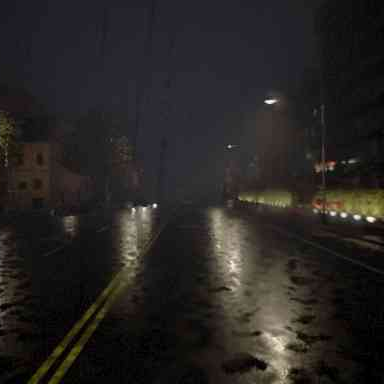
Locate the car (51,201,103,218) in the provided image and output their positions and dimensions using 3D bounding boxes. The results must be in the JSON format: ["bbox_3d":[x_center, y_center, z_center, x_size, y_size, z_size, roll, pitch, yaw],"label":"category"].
[{"bbox_3d":[-10.963,1.606,31.922,2.128,1.511,4.902,0,1,43],"label":"car"}]

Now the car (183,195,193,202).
[{"bbox_3d":[-0.952,1.369,72.267,1.812,1.442,4.674,-1,0,-1],"label":"car"}]

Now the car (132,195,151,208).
[{"bbox_3d":[-7.700,1.606,49.868,1.812,1.442,4.674,-1,0,0],"label":"car"}]

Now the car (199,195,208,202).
[{"bbox_3d":[2.548,1.348,72.318,2.033,1.411,5.357,-1,0,-1],"label":"car"}]

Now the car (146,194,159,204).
[{"bbox_3d":[-7.868,1.677,65.994,1.895,1.301,4.718,-1,0,-1],"label":"car"}]
